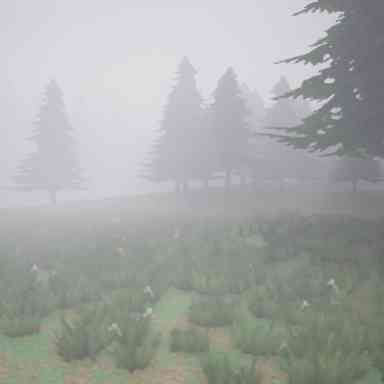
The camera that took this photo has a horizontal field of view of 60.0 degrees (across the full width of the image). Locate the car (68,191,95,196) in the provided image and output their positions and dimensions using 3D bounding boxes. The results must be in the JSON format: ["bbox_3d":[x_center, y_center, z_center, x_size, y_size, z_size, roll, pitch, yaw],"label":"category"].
[{"bbox_3d":[-15.664,0.630,46.297,1.882,1.535,5.008,1,5,45],"label":"car"}]
